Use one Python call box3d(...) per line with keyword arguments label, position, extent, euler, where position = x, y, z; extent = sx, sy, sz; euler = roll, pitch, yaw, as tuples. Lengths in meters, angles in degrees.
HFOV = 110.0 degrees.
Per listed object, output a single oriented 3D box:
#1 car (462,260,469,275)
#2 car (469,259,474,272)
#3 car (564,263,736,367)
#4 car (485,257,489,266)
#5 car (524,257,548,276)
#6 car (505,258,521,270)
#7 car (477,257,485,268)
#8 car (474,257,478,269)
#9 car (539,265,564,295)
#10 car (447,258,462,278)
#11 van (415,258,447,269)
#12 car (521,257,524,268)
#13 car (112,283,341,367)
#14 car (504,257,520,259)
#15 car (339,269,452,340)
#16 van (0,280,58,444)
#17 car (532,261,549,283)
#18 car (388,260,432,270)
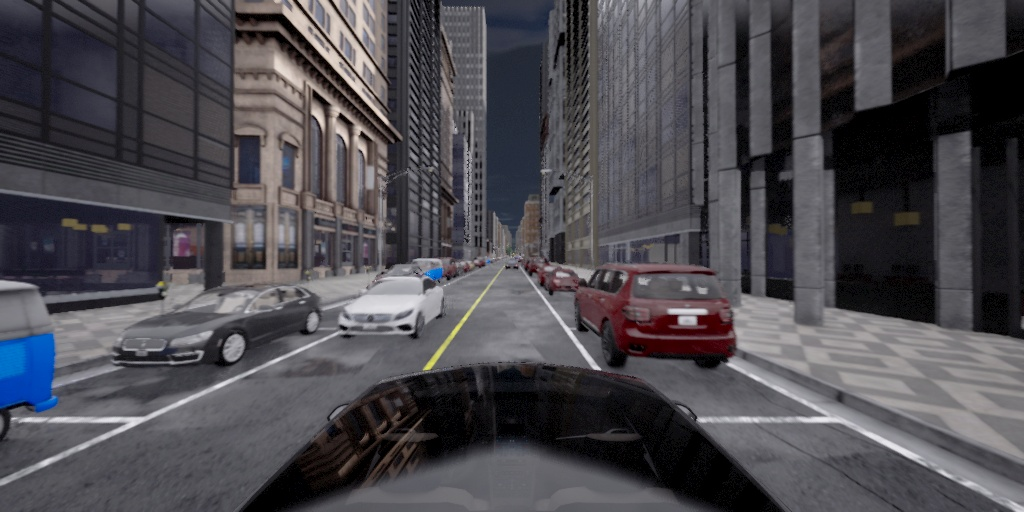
box3d(label="car", position=(-5.872, 1.285, 35.977), extent=(2.007, 1.370, 4.403), euler=(0, 0, 0))
box3d(label="car", position=(-5.874, 1.274, 41.602), extent=(1.888, 1.381, 4.507), euler=(0, 0, 0))
box3d(label="car", position=(2.666, 1.065, 7.853), extent=(2.192, 1.841, 5.009), euler=(0, 0, 0))
box3d(label="car", position=(-5.883, 1.021, 64.100), extent=(2.192, 1.841, 5.009), euler=(0, 0, 0))
box3d(label="car", position=(2.654, 1.049, 35.977), extent=(2.192, 1.841, 5.009), euler=(0, 0, 0))
box3d(label="car", position=(-0.020, 1.322, 50.628), extent=(1.895, 1.301, 4.718), euler=(0, 0, 0))
box3d(label="car", position=(-5.881, 1.257, 58.476), extent=(1.888, 1.381, 4.507), euler=(0, 0, 0))
box3d(label="car", position=(-5.876, 1.249, 47.057), extent=(1.751, 1.417, 4.829), euler=(0, 0, 0))
box3d(label="car", position=(2.662, 1.328, 19.103), extent=(1.802, 1.307, 4.207), euler=(0, 0, 0))
box3d(label="car", position=(-5.869, 1.053, 30.352), extent=(2.192, 1.841, 5.009), euler=(0, 0, 0))
box3d(label="van", position=(-5.867, 1.083, 24.727), extent=(1.690, 1.789, 3.998), euler=(0, 0, 0))
box3d(label="car", position=(2.650, 1.039, 47.226), extent=(2.192, 1.841, 5.009), euler=(0, 0, 0))
box3d(label="car", position=(-5.860, 1.300, 7.853), extent=(2.007, 1.370, 4.403), euler=(0, 0, 0))
box3d(label="car", position=(-0.024, 1.257, 60.600), extent=(2.033, 1.411, 5.357), euler=(0, 0, 0))
box3d(label="car", position=(-3.082, 1.275, 10.149), extent=(1.812, 1.442, 4.674), euler=(0, 0, 0))
box3d(label="van", position=(-5.857, 1.091, 2.228), extent=(1.690, 1.789, 3.998), euler=(0, 0, 0))
box3d(label="car", position=(2.659, 1.287, 24.727), extent=(1.888, 1.381, 4.507), euler=(0, 0, 0))
box3d(label="car", position=(-5.864, 1.185, 19.103), extent=(1.967, 1.591, 4.097), euler=(0, 0, 0))
